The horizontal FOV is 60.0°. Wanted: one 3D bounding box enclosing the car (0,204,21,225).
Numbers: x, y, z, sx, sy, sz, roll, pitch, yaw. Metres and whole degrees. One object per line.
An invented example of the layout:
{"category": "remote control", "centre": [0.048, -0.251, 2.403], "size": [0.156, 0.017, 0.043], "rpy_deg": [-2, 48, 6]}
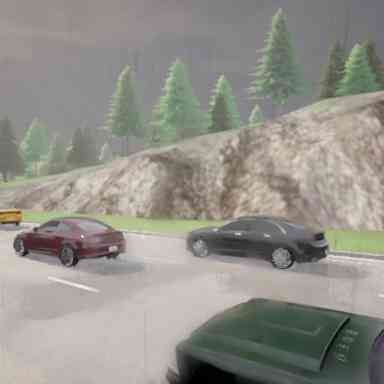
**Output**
{"category": "car", "centre": [-13.487, 1.536, 22.566], "size": [5.008, 1.535, 1.882], "rpy_deg": [0, 0, 36]}

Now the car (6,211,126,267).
{"category": "car", "centre": [-4.265, 1.561, 11.493], "size": [4.674, 1.442, 1.812], "rpy_deg": [0, 0, 36]}

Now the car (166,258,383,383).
{"category": "car", "centre": [2.102, 1.616, 2.597], "size": [4.718, 1.301, 1.895], "rpy_deg": [0, 0, 35]}

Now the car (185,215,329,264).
{"category": "car", "centre": [2.012, 1.551, 11.282], "size": [4.892, 1.490, 1.837], "rpy_deg": [0, 0, 35]}
